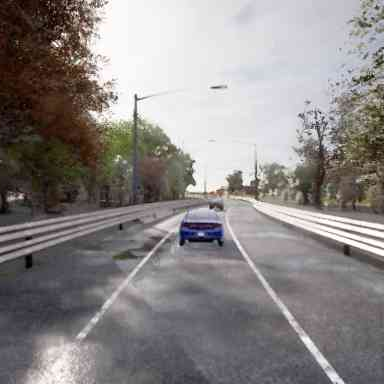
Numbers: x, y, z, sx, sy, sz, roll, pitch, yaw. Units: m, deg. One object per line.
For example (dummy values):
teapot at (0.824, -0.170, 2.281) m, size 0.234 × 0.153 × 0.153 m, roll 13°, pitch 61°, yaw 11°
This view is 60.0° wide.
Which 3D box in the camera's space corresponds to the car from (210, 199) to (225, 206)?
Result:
car at (3.507, 1.786, 46.605) m, size 1.837 × 1.490 × 4.892 m, roll 0°, pitch 0°, yaw 8°

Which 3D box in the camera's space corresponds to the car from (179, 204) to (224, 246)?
car at (0.491, 1.559, 15.876) m, size 1.882 × 1.535 × 5.008 m, roll 0°, pitch 0°, yaw 3°
